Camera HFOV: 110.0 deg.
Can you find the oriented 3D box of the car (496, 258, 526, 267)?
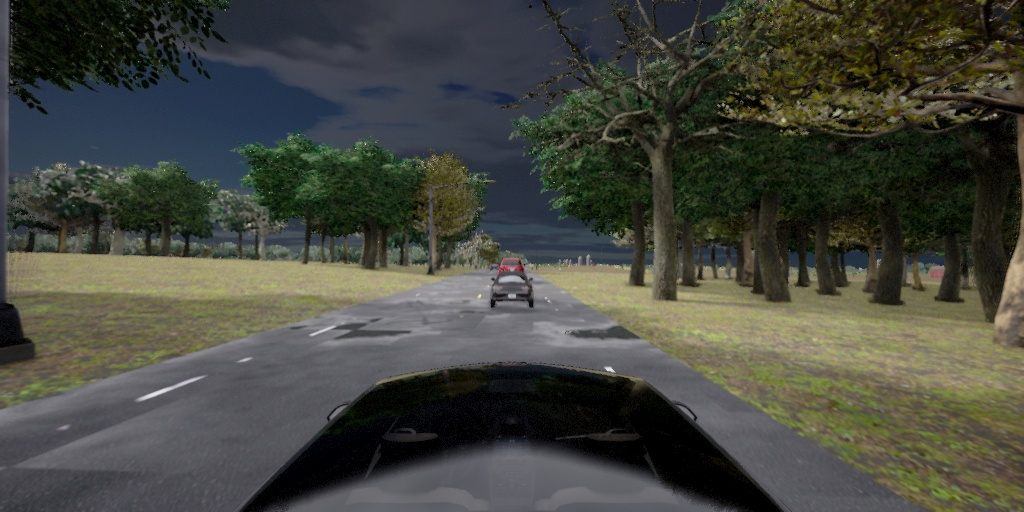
[{"bbox_3d":[0.002,1.233,30.895,2.150,2.045,5.566,0,0,0],"label":"car"}]

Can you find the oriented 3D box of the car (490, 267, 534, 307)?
[{"bbox_3d":[0.004,1.412,16.249,1.812,1.442,4.674,0,0,0],"label":"car"}]
